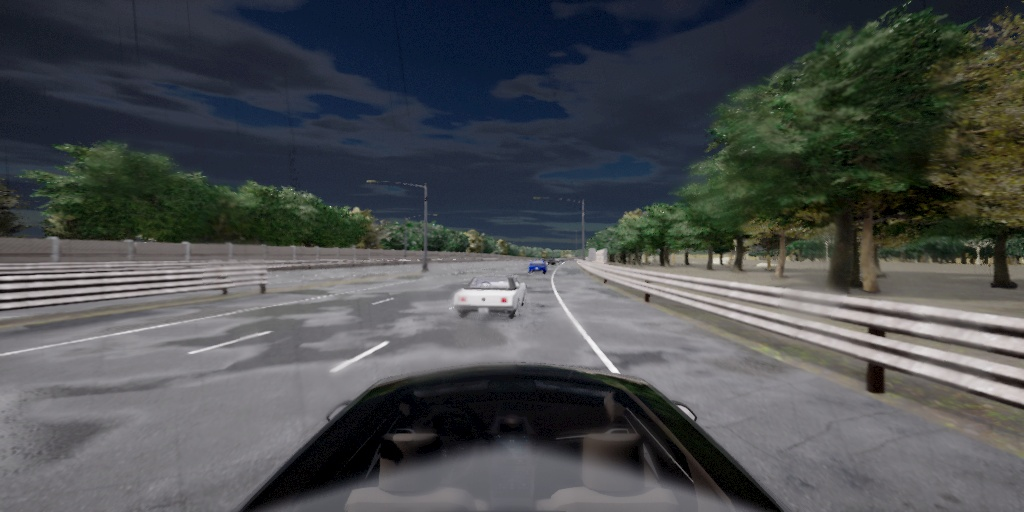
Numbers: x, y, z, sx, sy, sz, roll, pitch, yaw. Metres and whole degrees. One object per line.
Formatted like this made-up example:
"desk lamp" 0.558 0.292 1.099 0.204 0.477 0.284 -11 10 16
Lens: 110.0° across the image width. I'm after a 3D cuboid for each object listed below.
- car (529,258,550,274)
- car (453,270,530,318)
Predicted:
"car" 3.013 1.189 40.993 1.882 1.535 5.008 0 0 8
"car" -0.578 1.331 12.842 1.895 1.301 4.718 0 0 7
